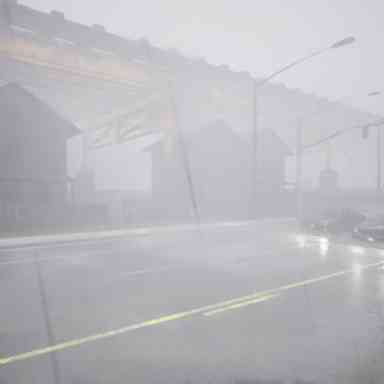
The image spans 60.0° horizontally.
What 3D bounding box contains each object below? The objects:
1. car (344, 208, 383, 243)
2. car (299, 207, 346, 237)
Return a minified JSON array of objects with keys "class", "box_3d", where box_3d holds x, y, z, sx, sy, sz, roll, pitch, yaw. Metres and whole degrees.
[{"class":"car","box_3d":[9.345,1.508,14.895,5.357,1.411,2.033,0,0,-35]},{"class":"car","box_3d":[7.727,1.524,18.037,4.181,1.385,1.994,0,0,-35]}]
